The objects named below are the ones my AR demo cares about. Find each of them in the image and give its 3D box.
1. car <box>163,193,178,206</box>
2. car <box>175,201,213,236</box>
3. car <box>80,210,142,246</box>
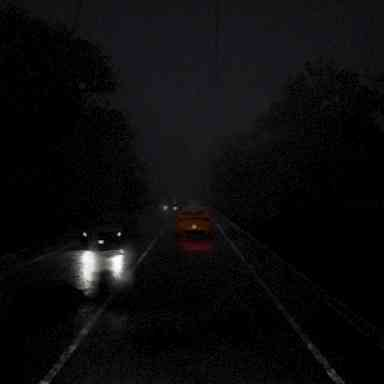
[{"bbox_3d":[-3.537,1.217,55.845,2.150,2.045,5.566,0,0,1],"label":"car"},{"bbox_3d":[0.108,1.526,18.613,1.882,1.535,5.008,0,0,0],"label":"car"},{"bbox_3d":[-3.595,1.593,15.798,2.033,1.411,5.357,0,0,0],"label":"car"}]
